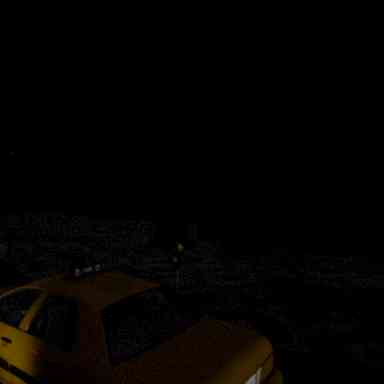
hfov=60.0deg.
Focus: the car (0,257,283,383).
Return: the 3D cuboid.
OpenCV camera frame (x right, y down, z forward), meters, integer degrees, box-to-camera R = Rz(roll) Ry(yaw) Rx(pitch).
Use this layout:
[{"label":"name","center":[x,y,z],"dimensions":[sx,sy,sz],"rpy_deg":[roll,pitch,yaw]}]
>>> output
[{"label":"car","center":[-1.433,1.528,3.989],"dimensions":[4.829,1.417,1.752],"rpy_deg":[0,0,36]}]
